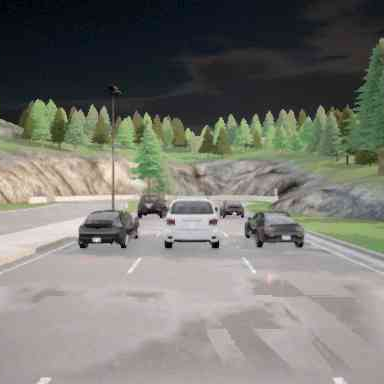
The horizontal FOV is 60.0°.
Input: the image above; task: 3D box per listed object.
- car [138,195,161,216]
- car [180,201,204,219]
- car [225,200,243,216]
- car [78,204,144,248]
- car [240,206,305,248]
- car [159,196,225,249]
[{"bbox_3d":[-3.500,1.255,29.680,2.150,2.045,5.566,0,0,0],"label":"car"},{"bbox_3d":[0.000,1.570,29.650,1.994,1.385,4.181,0,0,0],"label":"car"},{"bbox_3d":[3.500,1.514,29.650,1.837,1.490,4.892,0,0,0],"label":"car"},{"bbox_3d":[-3.500,1.513,14.650,1.837,1.490,4.892,0,0,0],"label":"car"},{"bbox_3d":[3.500,1.530,14.650,1.812,1.442,4.674,0,0,0],"label":"car"},{"bbox_3d":[0.000,1.255,14.680,2.150,2.045,5.566,0,0,0],"label":"car"}]
